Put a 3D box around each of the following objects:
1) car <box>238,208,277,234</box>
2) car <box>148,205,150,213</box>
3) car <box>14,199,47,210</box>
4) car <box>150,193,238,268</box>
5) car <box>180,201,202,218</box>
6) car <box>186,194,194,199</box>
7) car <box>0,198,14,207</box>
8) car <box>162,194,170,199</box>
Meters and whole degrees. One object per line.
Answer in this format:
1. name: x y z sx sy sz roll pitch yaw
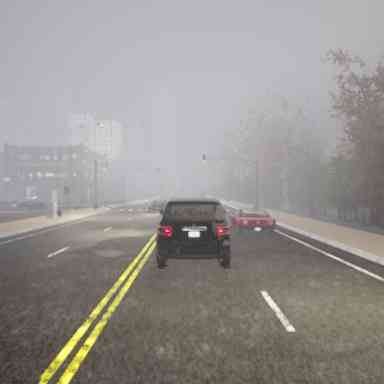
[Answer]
1. car: 3.241 1.548 18.672 1.895 1.301 4.718 0 0 0
2. car: -3.470 1.476 35.175 1.994 1.385 4.181 0 0 0
3. car: -20.226 1.717 43.347 4.313 1.339 1.947 -1 1 0
4. car: 0.036 1.190 11.361 2.150 2.045 5.566 0 0 0
5. car: -0.085 1.520 30.175 1.895 1.301 4.718 0 0 0
6. car: -0.586 1.191 91.410 2.128 1.511 4.902 0 0 0
7. car: -28.614 1.697 51.804 4.403 1.369 2.008 -1 1 0
8. car: -7.095 1.341 92.815 1.895 1.301 4.718 0 0 0
